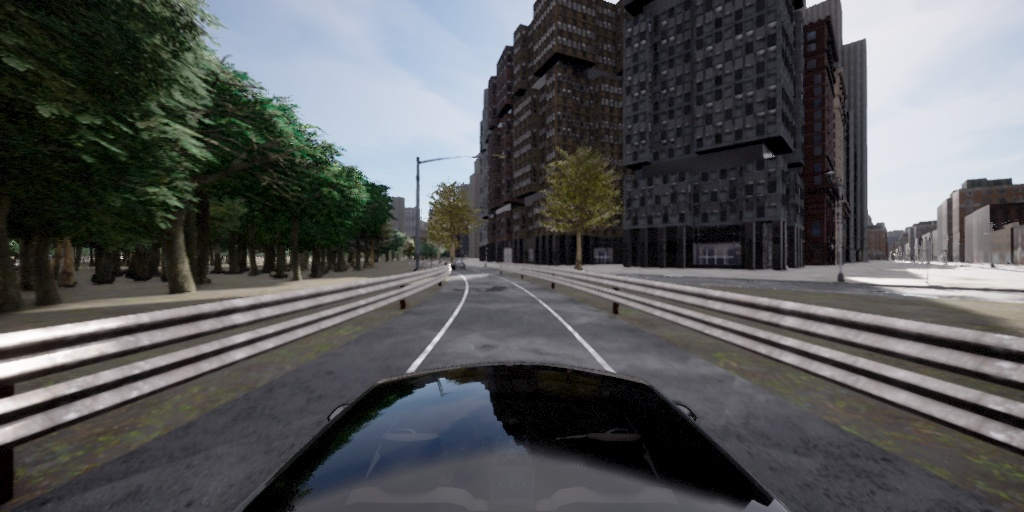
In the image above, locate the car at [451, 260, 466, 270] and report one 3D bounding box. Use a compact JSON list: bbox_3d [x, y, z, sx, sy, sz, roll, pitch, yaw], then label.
[{"bbox_3d":[-8.609,1.392,56.950,2.128,1.511,4.902,0,0,-20],"label":"car"}]
